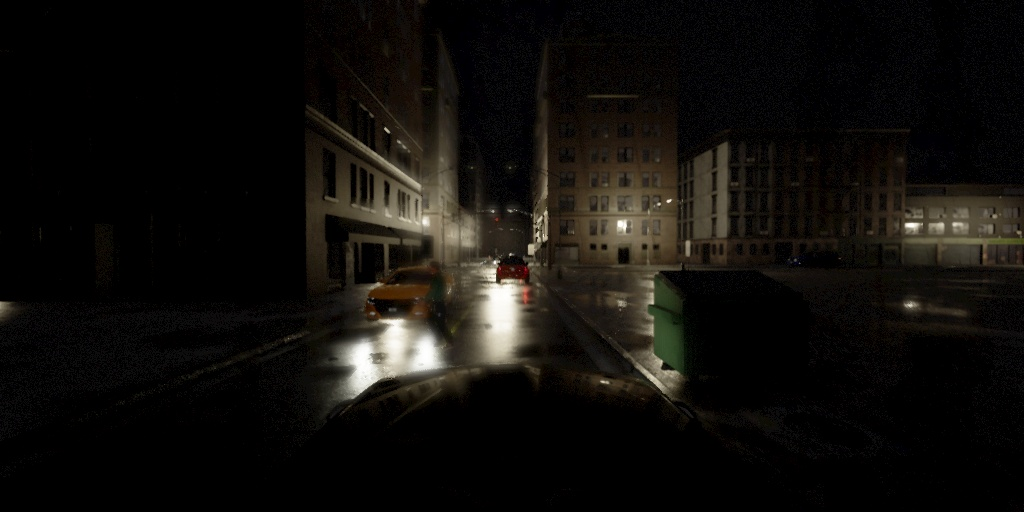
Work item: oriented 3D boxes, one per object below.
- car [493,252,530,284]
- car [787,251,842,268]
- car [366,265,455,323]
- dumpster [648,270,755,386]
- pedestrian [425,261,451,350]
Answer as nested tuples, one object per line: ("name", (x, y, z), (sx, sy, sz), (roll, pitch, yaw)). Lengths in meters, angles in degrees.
("car", (0.069, 0.818, 24.060), (2.097, 1.767, 4.553), (0, 1, 0))
("car", (36.768, 0.446, 43.645), (5.566, 2.045, 2.150), (0, 1, 0))
("car", (-3.100, 1.099, 11.826), (1.882, 1.535, 5.008), (0, 1, 0))
("dumpster", (3.134, 1.086, 6.398), (1.020, 1.700, 1.940), (0, 0, 0))
("pedestrian", (-1.519, 0.972, 7.348), (0.375, 1.860, 0.375), (0, 1, -5))
